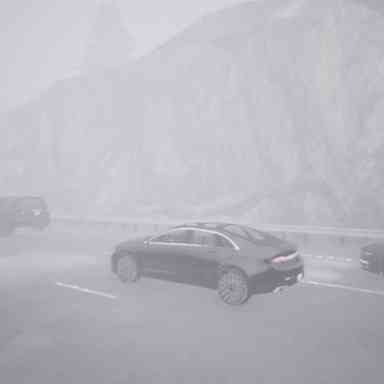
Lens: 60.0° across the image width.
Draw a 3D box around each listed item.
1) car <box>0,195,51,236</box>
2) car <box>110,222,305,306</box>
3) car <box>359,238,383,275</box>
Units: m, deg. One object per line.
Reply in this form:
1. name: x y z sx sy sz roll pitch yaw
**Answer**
1. car: -10.384 1.215 18.642 5.566 2.045 2.150 0 0 30
2. car: 0.140 1.480 7.989 4.902 1.511 2.128 0 0 34
3. car: 6.623 1.481 7.756 4.892 1.490 1.837 0 0 36
